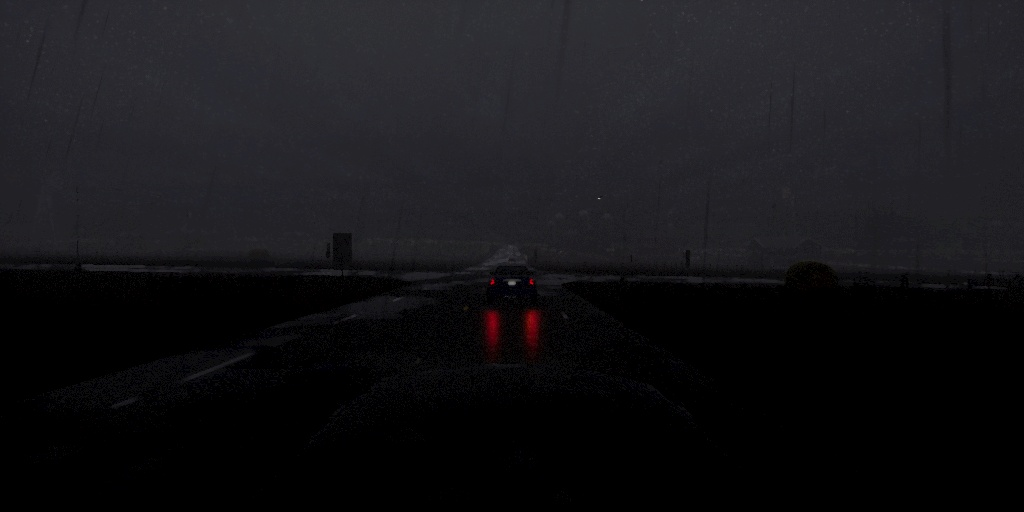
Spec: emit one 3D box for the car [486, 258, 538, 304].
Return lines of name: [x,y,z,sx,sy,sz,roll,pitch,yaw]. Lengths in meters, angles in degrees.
car: [0.000,1.105,16.473,2.097,1.767,4.553,0,0,0]
